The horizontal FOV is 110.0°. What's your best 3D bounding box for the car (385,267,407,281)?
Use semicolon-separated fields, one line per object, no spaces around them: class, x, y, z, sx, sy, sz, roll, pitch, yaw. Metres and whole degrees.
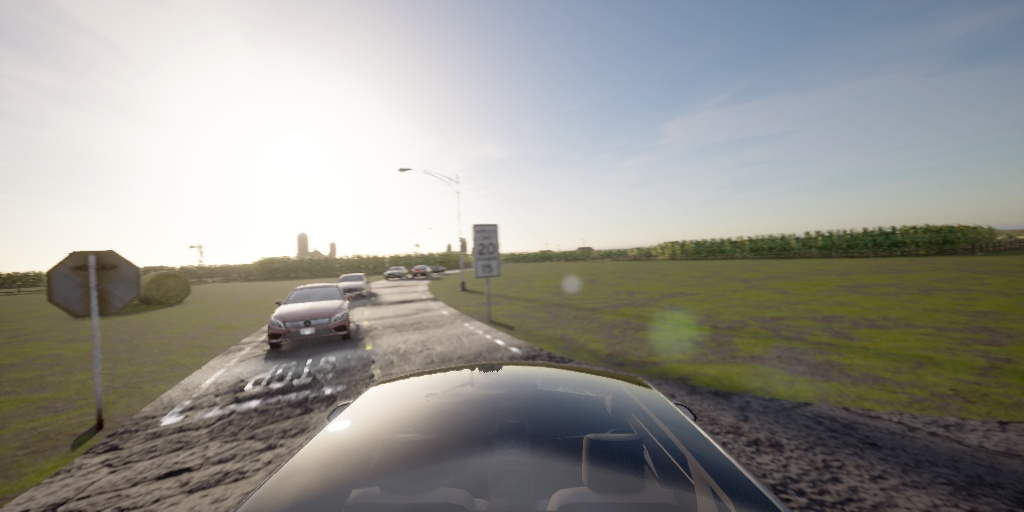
car;-13.387;2.010;41.640;1.837;1.490;4.892;-3;-1;-5

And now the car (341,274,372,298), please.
car;-9.907;1.828;22.408;2.033;1.411;5.357;-3;0;-16

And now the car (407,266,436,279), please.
car;-10.506;1.864;42.008;1.837;1.490;4.892;-3;0;-4

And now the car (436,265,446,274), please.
car;-10.993;2.028;52.237;1.895;1.301;4.718;-3;0;2

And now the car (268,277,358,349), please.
car;-5.744;1.570;10.662;1.812;1.442;4.674;-3;0;-22
